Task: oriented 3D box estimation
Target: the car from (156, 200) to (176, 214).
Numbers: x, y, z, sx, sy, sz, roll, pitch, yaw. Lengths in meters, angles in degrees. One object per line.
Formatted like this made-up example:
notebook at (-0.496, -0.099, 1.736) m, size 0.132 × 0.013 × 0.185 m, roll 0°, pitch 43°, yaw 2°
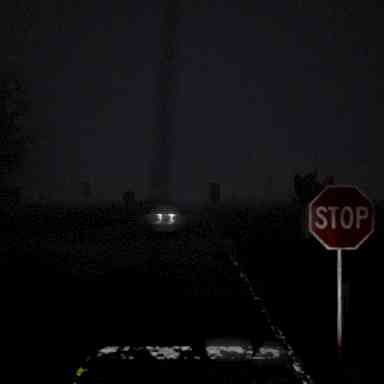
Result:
car at (-2.753, 1.581, 35.987) m, size 1.994 × 1.385 × 4.181 m, roll 0°, pitch 0°, yaw 0°
